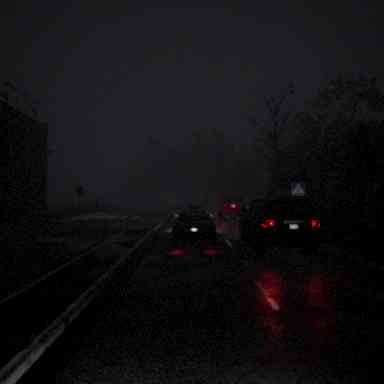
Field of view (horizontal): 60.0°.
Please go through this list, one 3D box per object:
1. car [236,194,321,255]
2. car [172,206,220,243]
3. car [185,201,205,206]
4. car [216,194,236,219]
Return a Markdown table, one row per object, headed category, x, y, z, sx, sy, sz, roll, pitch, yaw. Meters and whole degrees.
| category | x | y | z | sx | sy | sz | roll | pitch | yaw |
| --- | --- | --- | --- | --- | --- | --- | --- | --- | --- |
| car | 3.330 | 1.226 | 13.521 | 2.150 | 2.045 | 5.566 | 0 | 0 | 0 |
| car | 0.093 | 1.570 | 16.085 | 1.994 | 1.385 | 4.181 | 0 | 0 | 0 |
| car | 0.271 | 1.540 | 31.738 | 1.812 | 1.442 | 4.674 | 0 | 0 | 2 |
| car | 3.434 | 1.233 | 29.691 | 2.150 | 2.045 | 5.566 | 0 | 0 | 2 |
